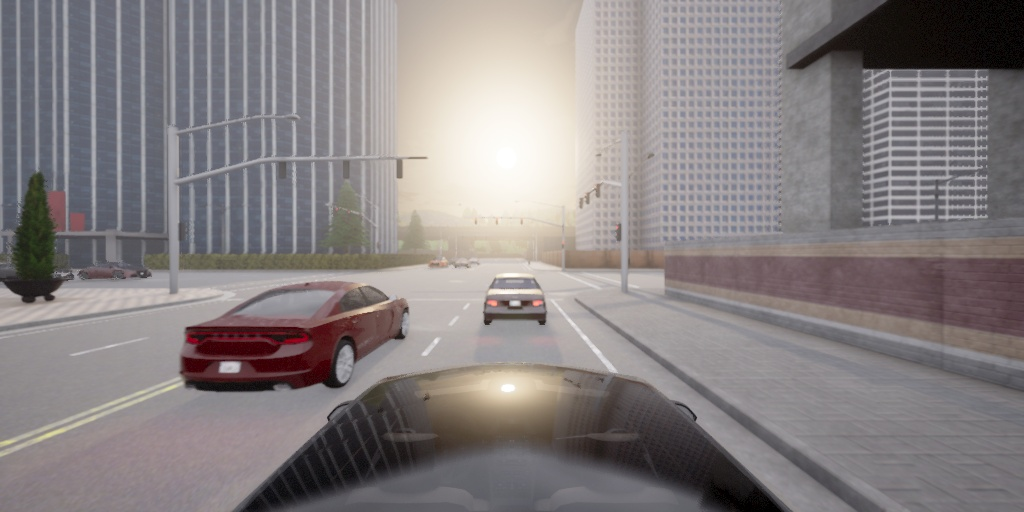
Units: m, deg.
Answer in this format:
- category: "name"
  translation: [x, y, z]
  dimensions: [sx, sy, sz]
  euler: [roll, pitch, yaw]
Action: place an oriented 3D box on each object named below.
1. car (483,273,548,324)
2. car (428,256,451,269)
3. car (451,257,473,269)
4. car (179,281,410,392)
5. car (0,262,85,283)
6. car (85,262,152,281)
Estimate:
- category: "car"
  translation: [0.083, 1.250, 11.680]
  dimensions: [2.033, 1.411, 5.357]
  euler: [0, 0, 0]
- category: "car"
  translation: [-10.577, 0.868, 51.514]
  dimensions: [2.097, 1.767, 4.553]
  euler: [0, 0, 0]
- category: "car"
  translation: [-7.077, 1.042, 51.502]
  dimensions: [1.812, 1.442, 4.674]
  euler: [0, 0, 0]
- category: "car"
  translation: [-3.443, 1.203, 6.877]
  dimensions: [1.882, 1.535, 5.008]
  euler: [0, 0, 0]
- category: "car"
  translation: [-33.110, 1.134, 24.508]
  dimensions: [4.902, 1.511, 2.128]
  euler: [0, 0, 0]
- category: "car"
  translation: [-30.914, 1.190, 28.023]
  dimensions: [4.181, 1.385, 1.994]
  euler: [0, 0, 0]
